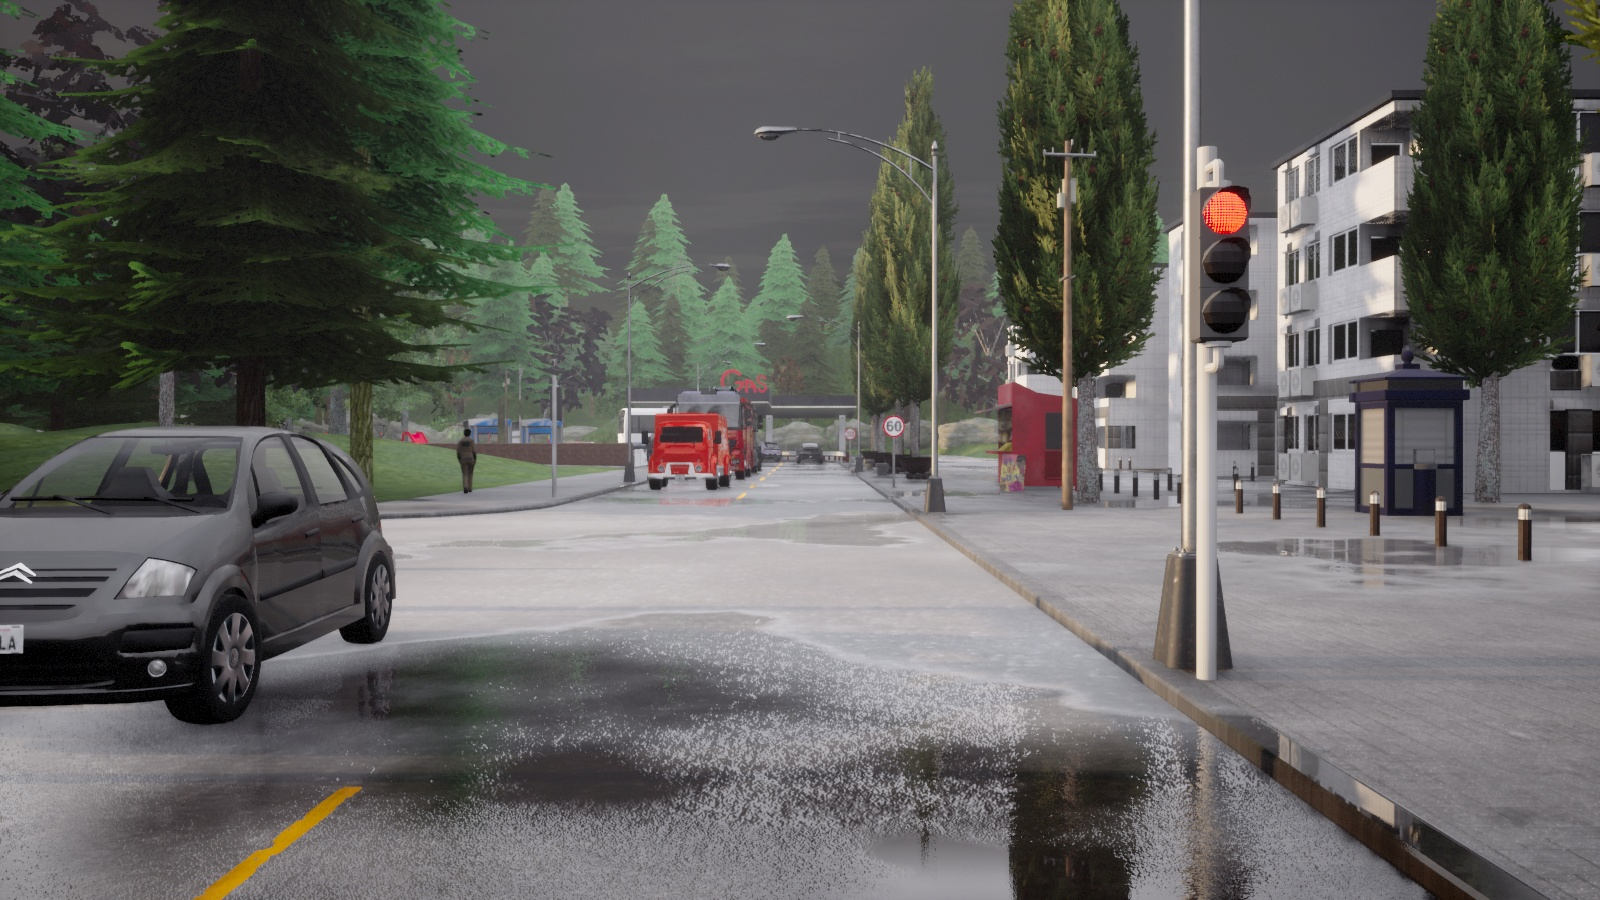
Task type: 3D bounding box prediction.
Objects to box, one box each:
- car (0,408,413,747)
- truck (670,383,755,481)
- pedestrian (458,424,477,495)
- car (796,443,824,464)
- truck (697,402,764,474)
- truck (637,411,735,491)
[{"bbox_3d":[-3.923,0.596,7.976,1.851,1.617,3.988,0,0,-2],"label":"car"},{"bbox_3d":[-3.575,-0.721,53.228,2.891,3.827,8.468,0,0,1],"label":"truck"},{"bbox_3d":[-9.143,0.254,34.554,0.396,1.930,0.692,0,0,-6],"label":"pedestrian"},{"bbox_3d":[0.669,0.236,91.494,1.837,1.490,4.892,0,0,-2],"label":"car"},{"bbox_3d":[-3.469,-0.603,64.590,2.891,3.462,7.936,0,0,1],"label":"truck"},{"bbox_3d":[-3.652,0.024,41.332,2.627,2.467,5.204,0,0,1],"label":"truck"}]
